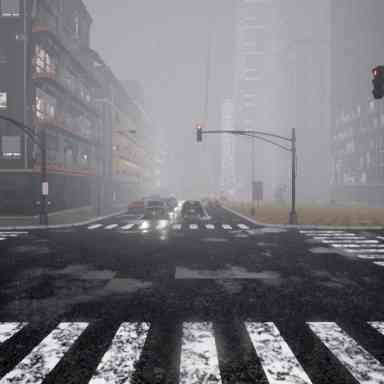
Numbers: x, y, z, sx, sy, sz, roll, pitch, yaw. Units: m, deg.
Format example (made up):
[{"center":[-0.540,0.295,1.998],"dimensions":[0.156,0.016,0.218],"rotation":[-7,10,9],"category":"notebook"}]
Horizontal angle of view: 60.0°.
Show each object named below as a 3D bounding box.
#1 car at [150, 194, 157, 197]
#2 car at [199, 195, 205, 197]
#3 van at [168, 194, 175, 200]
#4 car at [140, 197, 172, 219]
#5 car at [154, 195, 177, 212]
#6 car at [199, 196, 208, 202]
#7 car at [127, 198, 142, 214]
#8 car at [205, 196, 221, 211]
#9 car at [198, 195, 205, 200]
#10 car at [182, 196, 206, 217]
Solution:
[{"center":[-5.713,1.436,41.060],"dimensions":[1.967,1.590,4.097],"rotation":[-1,0,0],"category":"car"},{"center":[2.630,1.551,63.716],"dimensions":[2.008,1.369,4.403],"rotation":[-1,0,0],"category":"car"},{"center":[-5.728,1.351,91.900],"dimensions":[1.690,1.788,3.998],"rotation":[-1,0,0],"category":"van"},{"center":[-3.106,1.501,29.382],"dimensions":[1.837,1.490,4.892],"rotation":[0,0,0],"category":"car"},{"center":[-3.106,1.473,38.926],"dimensions":[1.882,1.535,5.008],"rotation":[0,0,0],"category":"car"},{"center":[2.627,1.548,75.014],"dimensions":[1.887,1.381,4.507],"rotation":[-1,0,0],"category":"car"},{"center":[-5.710,1.540,35.411],"dimensions":[1.887,1.381,4.507],"rotation":[-1,0,0],"category":"car"},{"center":[2.635,1.540,41.120],"dimensions":[1.887,1.381,4.507],"rotation":[-1,0,0],"category":"car"},{"center":[2.621,1.535,92.131],"dimensions":[1.752,1.417,4.829],"rotation":[-1,0,0],"category":"car"},{"center":[0.041,1.473,31.557],"dimensions":[1.882,1.535,5.008],"rotation":[0,0,0],"category":"car"}]
